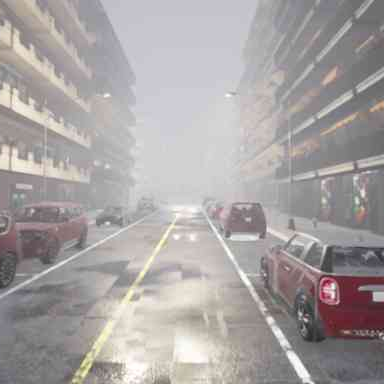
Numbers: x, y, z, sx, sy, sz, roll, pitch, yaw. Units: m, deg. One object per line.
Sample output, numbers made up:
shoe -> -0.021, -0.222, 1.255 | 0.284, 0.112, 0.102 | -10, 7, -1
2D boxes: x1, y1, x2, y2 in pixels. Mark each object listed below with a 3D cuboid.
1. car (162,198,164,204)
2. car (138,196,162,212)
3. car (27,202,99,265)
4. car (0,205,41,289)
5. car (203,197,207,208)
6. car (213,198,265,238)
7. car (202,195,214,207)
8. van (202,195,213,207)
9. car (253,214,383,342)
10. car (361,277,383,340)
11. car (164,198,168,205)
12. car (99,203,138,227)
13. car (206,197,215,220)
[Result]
car -> -5.290, 1.638, 45.235 | 1.887, 1.381, 4.507 | 1, 0, 0
car -> -5.285, 1.390, 39.704 | 2.192, 1.841, 5.009 | 1, 0, 0
car -> -5.289, 1.330, 12.051 | 2.192, 1.841, 5.009 | 1, 0, 0
car -> -5.290, 1.323, 6.521 | 2.192, 1.841, 5.009 | 1, 0, 0
car -> 2.555, 1.656, 39.647 | 1.802, 1.307, 4.206 | 1, 0, 0
car -> 2.558, 1.337, 17.521 | 2.192, 1.841, 5.009 | 1, 0, 0
car -> 2.562, 1.428, 50.710 | 2.192, 1.841, 5.009 | 1, 0, 0
van -> 2.562, 1.476, 56.242 | 1.690, 1.788, 3.998 | 1, 0, 0
car -> 2.595, 1.448, 6.460 | 1.967, 1.590, 4.097 | 1, 0, 0
car -> 2.584, 1.546, 0.928 | 1.887, 1.381, 4.507 | 1, 0, 0
car -> -5.288, 1.741, 61.828 | 1.802, 1.307, 4.206 | 1, 0, 0
car -> -5.293, 1.599, 23.114 | 1.947, 1.339, 4.313 | 1, 0, 0
car -> 2.556, 1.485, 28.585 | 1.967, 1.590, 4.097 | 1, 0, 0
